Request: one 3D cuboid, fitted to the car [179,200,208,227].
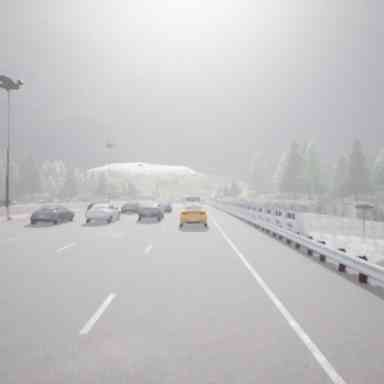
[{"bbox_3d":[0.105,1.562,23.624,1.882,1.535,5.008,0,-1,0],"label":"car"}]

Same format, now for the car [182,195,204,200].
[{"bbox_3d":[0.109,1.379,36.187,2.150,2.045,5.566,0,0,0],"label":"car"}]

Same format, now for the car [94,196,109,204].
[{"bbox_3d":[-20.980,1.859,77.302,2.097,1.767,4.553,0,-1,0],"label":"car"}]

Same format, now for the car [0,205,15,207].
[{"bbox_3d":[-21.068,1.500,35.899,2.097,1.767,4.553,0,0,0],"label":"car"}]

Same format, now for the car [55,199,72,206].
[{"bbox_3d":[-27.981,2.268,72.627,1.994,1.385,4.181,0,-1,0],"label":"car"}]

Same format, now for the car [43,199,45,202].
[{"bbox_3d":[-31.481,2.215,72.629,1.837,1.490,4.892,0,-1,0],"label":"car"}]

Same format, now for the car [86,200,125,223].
[{"bbox_3d":[-6.900,1.618,26.104,1.812,1.442,4.674,0,0,0],"label":"car"}]

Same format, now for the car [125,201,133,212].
[{"bbox_3d":[-6.887,1.746,38.886,1.994,1.385,4.181,0,0,0],"label":"car"}]

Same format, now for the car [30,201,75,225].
[{"bbox_3d":[-10.401,1.652,25.089,1.994,1.385,4.181,0,0,1],"label":"car"}]

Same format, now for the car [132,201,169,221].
[{"bbox_3d":[-3.393,1.594,28.356,2.128,1.511,4.902,0,0,0],"label":"car"}]

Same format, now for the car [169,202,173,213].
[{"bbox_3d":[-3.388,1.761,40.315,1.994,1.385,4.181,0,0,0],"label":"car"}]
